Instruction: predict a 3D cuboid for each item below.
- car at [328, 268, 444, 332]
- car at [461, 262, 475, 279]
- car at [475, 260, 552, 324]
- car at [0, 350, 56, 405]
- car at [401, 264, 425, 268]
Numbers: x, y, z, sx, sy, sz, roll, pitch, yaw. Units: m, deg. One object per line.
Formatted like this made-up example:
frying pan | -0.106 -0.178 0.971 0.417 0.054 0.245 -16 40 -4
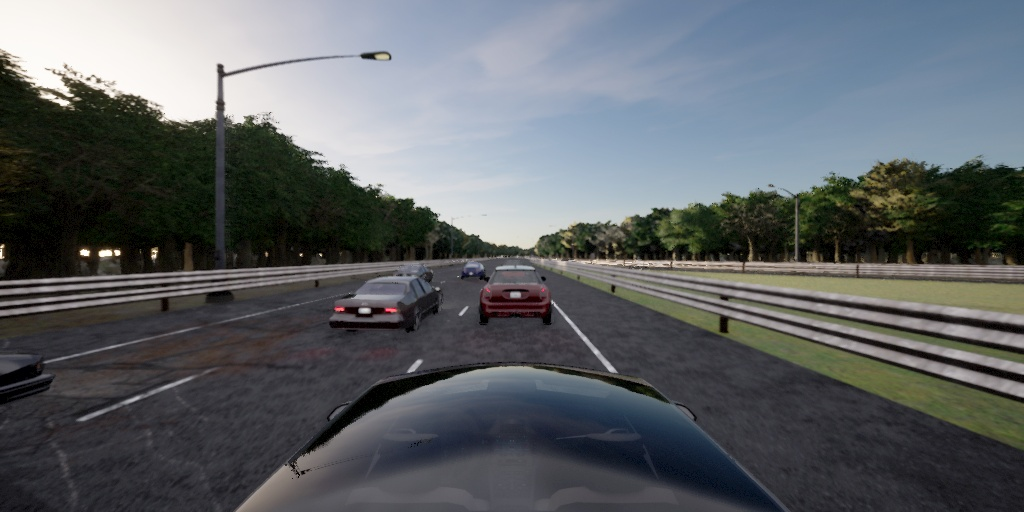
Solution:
car | -3.386 1.281 10.745 2.033 1.411 5.357 1 1 0
car | -3.391 1.275 32.061 1.812 1.442 4.674 0 0 0
car | 0.103 1.097 12.072 2.097 1.767 4.553 0 0 0
car | -6.900 1.297 2.142 2.033 1.411 5.357 0 0 0
car | -6.888 1.286 25.466 2.033 1.411 5.357 1 0 0
